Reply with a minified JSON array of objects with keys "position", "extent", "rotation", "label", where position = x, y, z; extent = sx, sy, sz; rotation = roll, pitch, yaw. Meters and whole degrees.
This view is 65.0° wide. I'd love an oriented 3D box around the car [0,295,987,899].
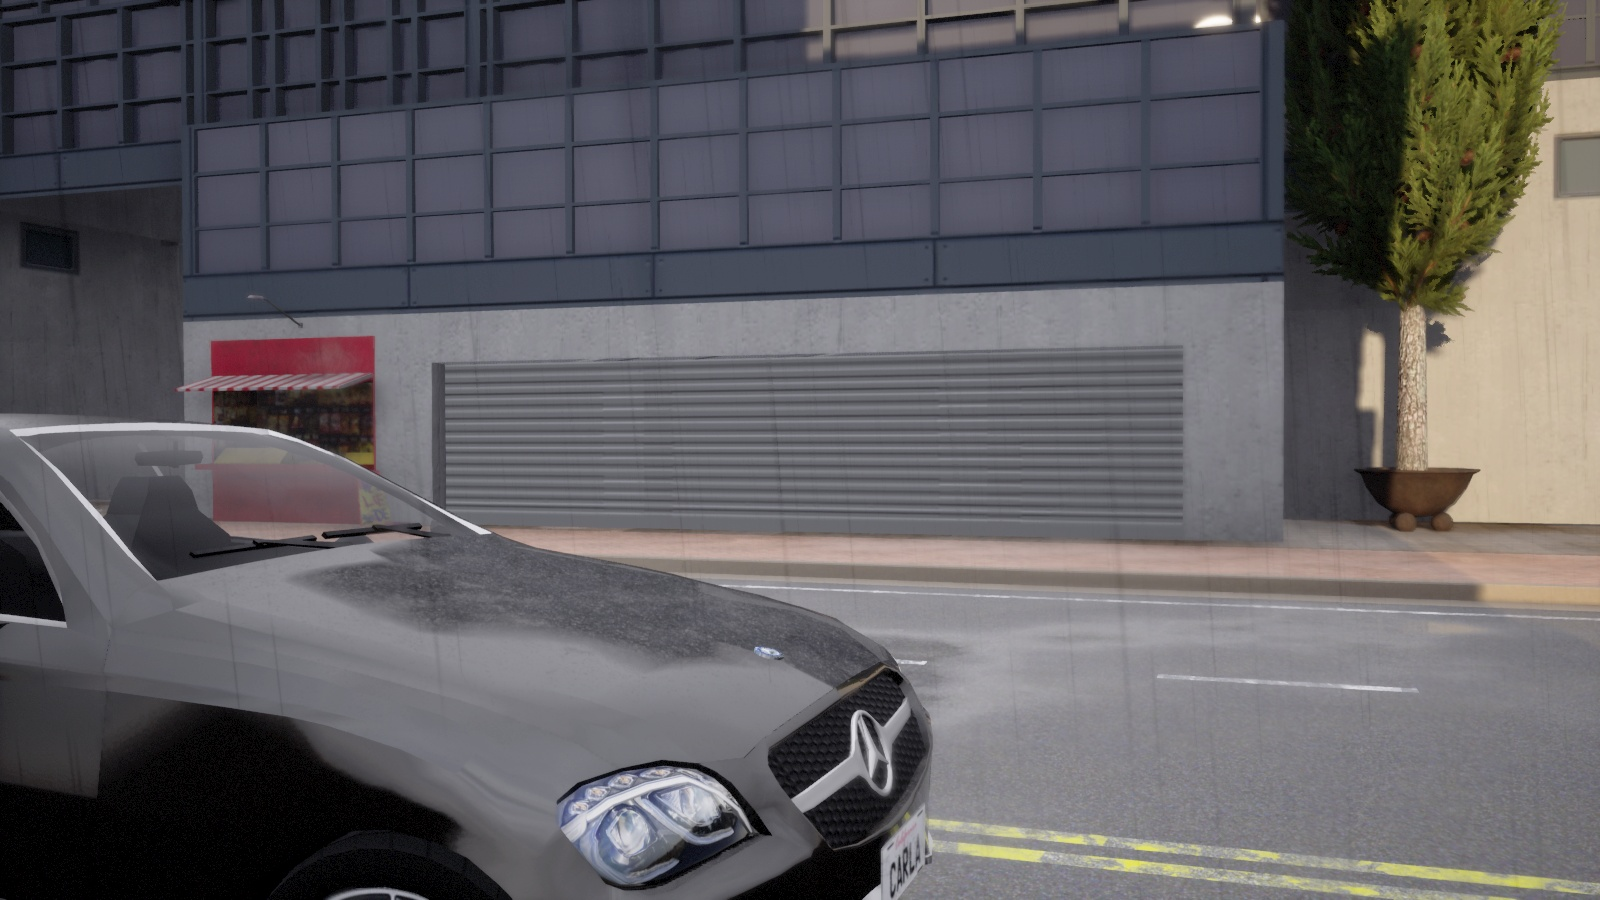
[{"position":[-2.120,0.535,3.904],"extent":[5.027,1.651,2.152],"rotation":[1,1,19],"label":"car"}]
